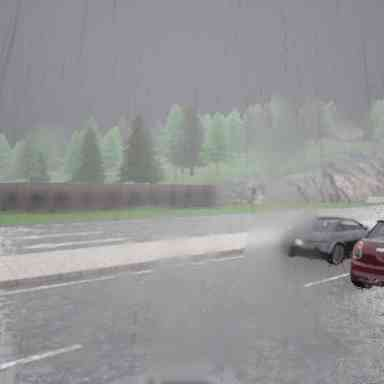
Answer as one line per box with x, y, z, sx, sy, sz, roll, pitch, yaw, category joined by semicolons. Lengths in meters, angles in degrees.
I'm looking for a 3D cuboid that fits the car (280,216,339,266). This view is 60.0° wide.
5.032;1.555;11.641;4.181;1.385;1.994;0;0;-35;car

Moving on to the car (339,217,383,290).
5.795;1.343;7.891;4.553;1.767;2.097;0;0;-35;car
